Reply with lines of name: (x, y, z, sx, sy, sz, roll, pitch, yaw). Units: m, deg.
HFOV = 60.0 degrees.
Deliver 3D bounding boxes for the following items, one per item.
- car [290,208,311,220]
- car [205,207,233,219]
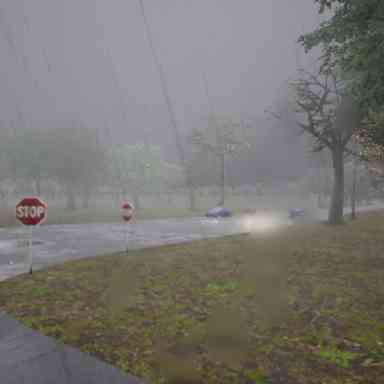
car: (15.778, 3.129, 48.173, 1.882, 1.535, 5.008, 1, -1, 35)
car: (3.539, 2.703, 43.112, 1.882, 1.535, 5.008, 1, -1, 36)
